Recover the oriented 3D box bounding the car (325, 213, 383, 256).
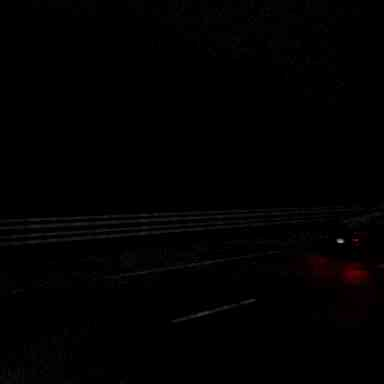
[{"bbox_3d":[7.158,1.557,13.162,4.674,1.442,1.812,0,0,-35],"label":"car"}]
